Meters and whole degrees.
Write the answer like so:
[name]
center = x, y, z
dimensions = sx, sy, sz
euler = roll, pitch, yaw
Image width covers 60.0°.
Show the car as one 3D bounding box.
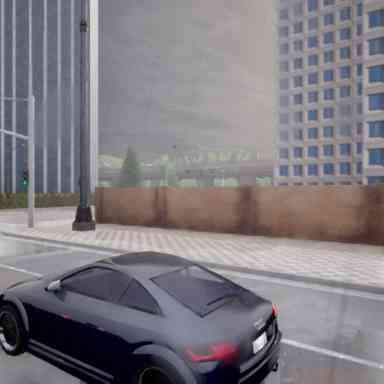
[car]
center = -0.930, 1.563, 4.665
dimensions = 4.181, 1.385, 1.994
euler = 0, 0, 35
